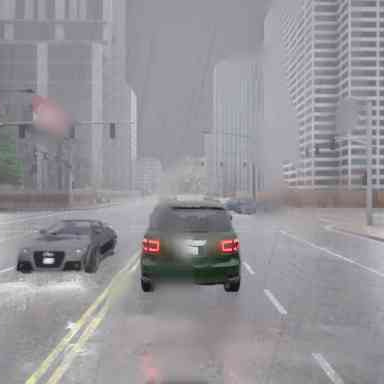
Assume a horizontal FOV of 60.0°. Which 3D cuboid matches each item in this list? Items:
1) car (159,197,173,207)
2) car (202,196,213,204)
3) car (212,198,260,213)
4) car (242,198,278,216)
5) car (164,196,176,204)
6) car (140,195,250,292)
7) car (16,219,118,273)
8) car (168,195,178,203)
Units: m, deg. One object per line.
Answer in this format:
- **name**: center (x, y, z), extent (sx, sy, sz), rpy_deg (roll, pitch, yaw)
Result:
- **car**: center (-4.054, 1.505, 52.414), extent (1.837, 1.490, 4.892), rpy_deg (0, 0, 0)
- **car**: center (3.018, 1.504, 63.914), extent (1.837, 1.490, 4.892), rpy_deg (0, 0, 0)
- **car**: center (4.863, 1.477, 37.224), extent (5.008, 1.535, 1.882), rpy_deg (0, 0, -1)
- **car**: center (6.232, 1.564, 32.228), extent (4.181, 1.385, 1.994), rpy_deg (0, 0, -18)
- **car**: center (-4.120, 1.525, 62.634), extent (1.812, 1.442, 4.674), rpy_deg (0, 0, 0)
- **car**: center (-0.027, 1.221, 9.056), extent (2.150, 2.045, 5.566), rpy_deg (0, 0, 0)
- **car**: center (-3.663, 1.564, 10.471), extent (1.994, 1.385, 4.181), rpy_deg (0, 0, 0)
- **car**: center (-4.159, 1.478, 73.091), extent (1.882, 1.535, 5.008), rpy_deg (0, 0, -1)
